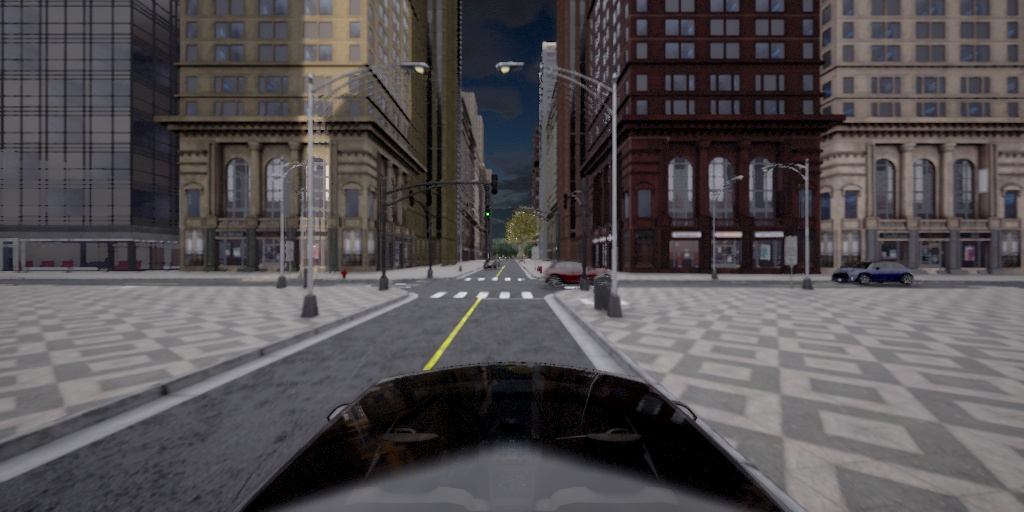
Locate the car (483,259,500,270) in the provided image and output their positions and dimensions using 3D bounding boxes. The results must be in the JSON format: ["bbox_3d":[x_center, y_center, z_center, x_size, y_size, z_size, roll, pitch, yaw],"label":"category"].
[{"bbox_3d":[-3.040,1.261,51.221,1.837,1.490,4.892,0,0,1],"label":"car"}]

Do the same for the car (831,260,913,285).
[{"bbox_3d":[26.297,1.184,26.328,4.553,1.767,2.097,0,0,0],"label":"car"}]

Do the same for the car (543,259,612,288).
[{"bbox_3d":[4.312,1.098,23.250,4.553,1.767,2.097,0,0,0],"label":"car"}]
